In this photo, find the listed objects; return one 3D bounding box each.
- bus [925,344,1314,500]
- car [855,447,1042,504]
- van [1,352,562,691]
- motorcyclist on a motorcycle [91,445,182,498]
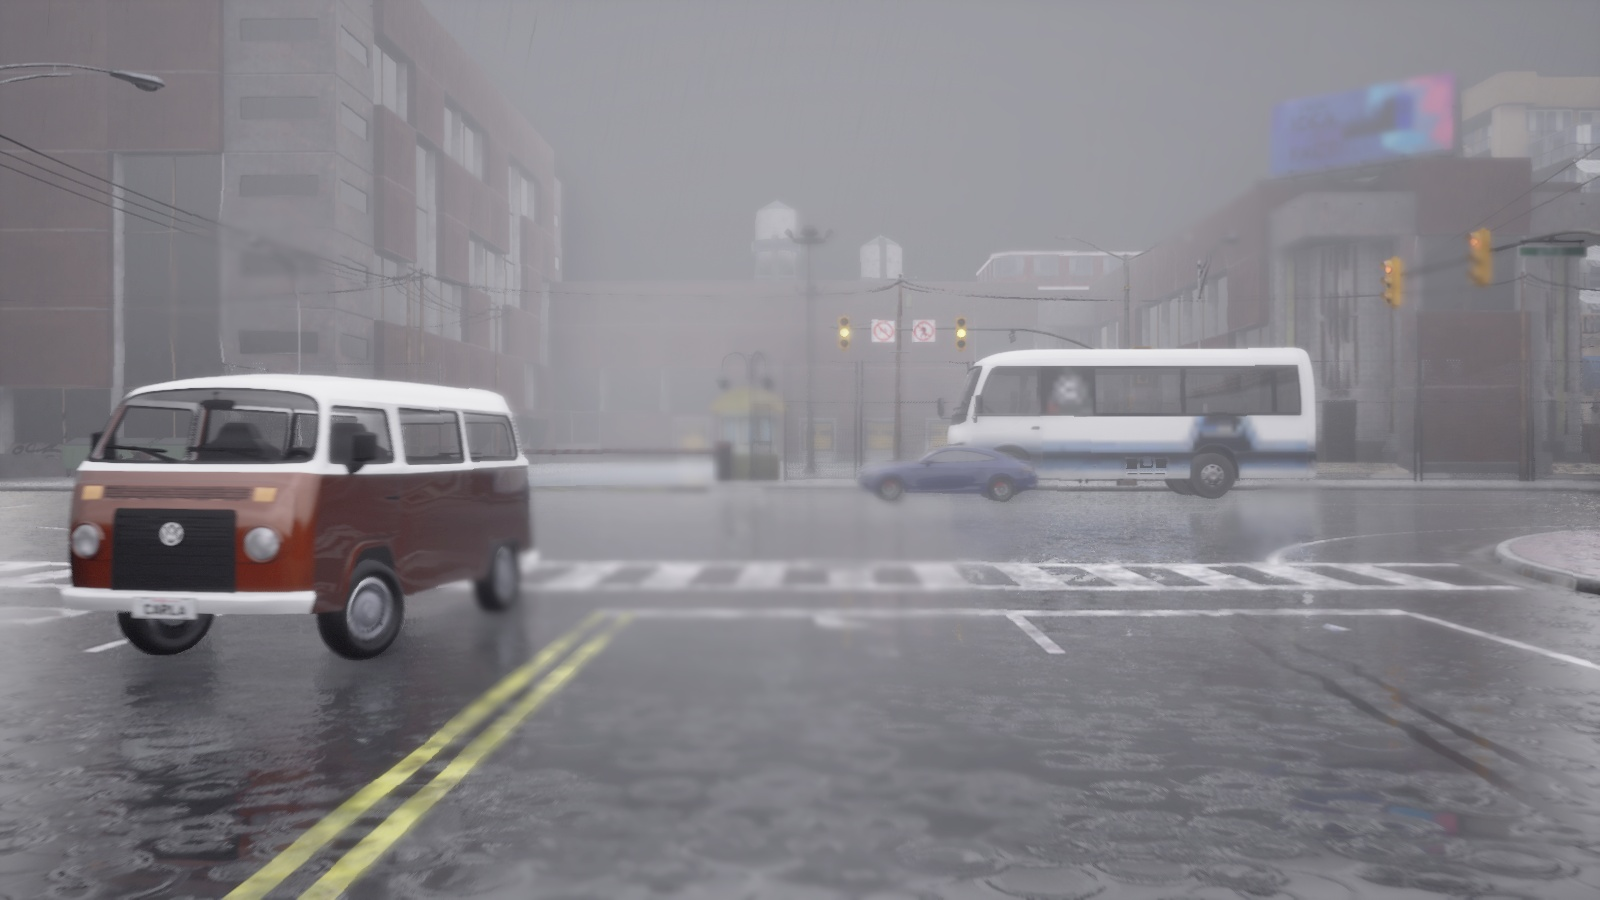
[{"bbox_3d":[8.900,-0.758,36.275,10.273,4.253,3.944,0,0,1],"label":"bus"},{"bbox_3d":[3.820,0.647,32.814,4.674,1.442,1.812,0,0,0],"label":"car"},{"bbox_3d":[-3.640,0.432,9.934,2.069,2.038,4.480,0,0,9],"label":"van"},{"bbox_3d":[-19.382,0.622,36.718,2.191,1.530,0.866,0,0,1],"label":"motorcyclist on a motorcycle"}]
